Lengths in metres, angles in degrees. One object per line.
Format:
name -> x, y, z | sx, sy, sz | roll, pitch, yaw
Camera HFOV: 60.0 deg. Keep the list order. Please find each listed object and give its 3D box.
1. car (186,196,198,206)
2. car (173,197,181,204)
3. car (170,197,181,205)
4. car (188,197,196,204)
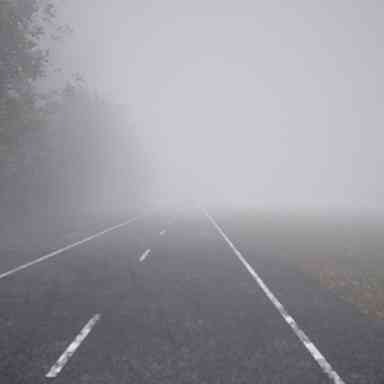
car -> 0.009, 1.736, 68.415 | 2.150, 2.045, 5.566 | 0, 0, 0
car -> -3.490, 2.005, 78.801 | 1.837, 1.490, 4.892 | 0, 0, 0
car -> -3.491, 2.067, 68.788 | 1.994, 1.385, 4.181 | 0, 0, 0
car -> 0.011, 2.004, 78.802 | 1.837, 1.490, 4.892 | 0, 0, 0
